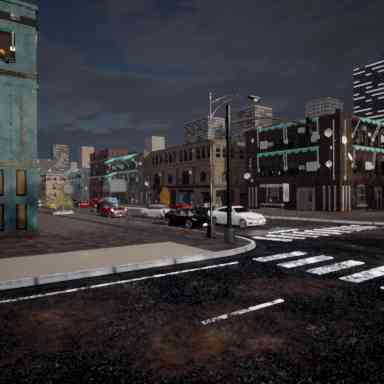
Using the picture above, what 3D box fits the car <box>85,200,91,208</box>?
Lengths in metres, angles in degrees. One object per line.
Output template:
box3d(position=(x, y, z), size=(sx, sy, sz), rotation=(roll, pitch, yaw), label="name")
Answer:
box3d(position=(-17.650, 1.939, 62.588), size=(2.192, 1.841, 5.009), rotation=(-1, 0, -36), label="car")

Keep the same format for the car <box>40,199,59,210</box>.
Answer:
box3d(position=(-24.362, 2.232, 57.574), size=(1.752, 1.417, 4.829), rotation=(-1, 0, -36), label="car")

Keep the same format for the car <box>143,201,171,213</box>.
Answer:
box3d(position=(-4.766, 1.965, 44.577), size=(1.802, 1.307, 4.206), rotation=(-2, 0, -36), label="car")

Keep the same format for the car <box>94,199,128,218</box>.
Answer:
box3d(position=(-8.367, 1.846, 35.199), size=(1.967, 1.590, 4.097), rotation=(-1, 0, -36), label="car")

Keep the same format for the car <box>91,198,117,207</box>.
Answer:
box3d(position=(-11.178, 1.952, 43.633), size=(1.882, 1.535, 5.008), rotation=(-1, 0, -35), label="car")

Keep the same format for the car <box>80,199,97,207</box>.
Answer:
box3d(position=(-20.864, 2.227, 67.091), size=(1.887, 1.381, 4.507), rotation=(-1, 0, -36), label="car")

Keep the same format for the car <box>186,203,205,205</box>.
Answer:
box3d(position=(1.671, 1.809, 35.572), size=(2.008, 1.369, 4.403), rotation=(-2, 0, -36), label="car")

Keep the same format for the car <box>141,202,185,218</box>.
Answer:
box3d(position=(-3.058, 1.918, 32.247), size=(1.895, 1.301, 4.718), rotation=(-1, 0, -36), label="car")

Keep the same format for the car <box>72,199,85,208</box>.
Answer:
box3d(position=(-20.586, 2.230, 62.263), size=(1.994, 1.385, 4.181), rotation=(-1, 0, -36), label="car")

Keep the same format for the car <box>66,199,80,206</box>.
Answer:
box3d(position=(-27.302, 2.364, 76.096), size=(1.947, 1.339, 4.313), rotation=(-1, 0, -36), label="car")

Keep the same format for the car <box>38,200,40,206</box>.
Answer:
box3d(position=(-30.899, 2.376, 66.719), size=(2.008, 1.369, 4.403), rotation=(-1, 0, -36), label="car")

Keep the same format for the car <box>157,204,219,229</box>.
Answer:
box3d(position=(-0.392, 1.814, 23.840), size=(1.947, 1.339, 4.313), rotation=(-2, 0, -36), label="car")

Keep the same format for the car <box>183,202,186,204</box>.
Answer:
box3d(position=(-1.548, 1.903, 40.075), size=(1.802, 1.307, 4.206), rotation=(-2, 0, -36), label="car")

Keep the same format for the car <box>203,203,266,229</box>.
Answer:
box3d(position=(3.099, 1.721, 23.686), size=(1.812, 1.442, 4.674), rotation=(-1, 0, -37), label="car")
